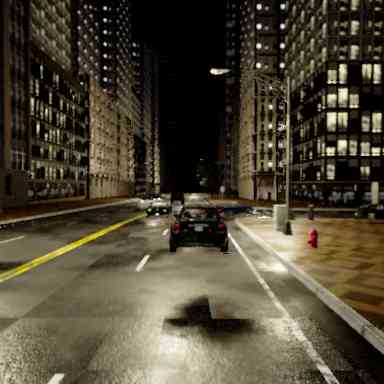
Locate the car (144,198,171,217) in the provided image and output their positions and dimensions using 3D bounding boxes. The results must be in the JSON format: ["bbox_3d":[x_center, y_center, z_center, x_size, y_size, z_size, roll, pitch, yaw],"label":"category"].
[{"bbox_3d":[-2.745,1.462,28.923,1.895,1.301,4.718,1,1,1],"label":"car"}]

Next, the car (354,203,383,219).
[{"bbox_3d":[16.312,1.674,28.600,4.403,1.369,2.008,1,1,0],"label":"car"}]

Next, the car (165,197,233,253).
[{"bbox_3d":[0.266,1.251,13.386,2.097,1.767,4.553,0,0,1],"label":"car"}]

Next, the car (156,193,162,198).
[{"bbox_3d":[-8.579,0.938,81.604,1.895,1.301,4.718,0,0,1],"label":"car"}]

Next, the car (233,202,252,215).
[{"bbox_3d":[3.494,1.516,29.969,1.895,1.301,4.718,2,2,43],"label":"car"}]

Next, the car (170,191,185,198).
[{"bbox_3d":[-2.365,0.793,55.264,2.150,2.045,5.566,0,0,1],"label":"car"}]

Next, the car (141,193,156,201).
[{"bbox_3d":[-8.816,0.970,65.823,1.837,1.490,4.892,0,0,1],"label":"car"}]
